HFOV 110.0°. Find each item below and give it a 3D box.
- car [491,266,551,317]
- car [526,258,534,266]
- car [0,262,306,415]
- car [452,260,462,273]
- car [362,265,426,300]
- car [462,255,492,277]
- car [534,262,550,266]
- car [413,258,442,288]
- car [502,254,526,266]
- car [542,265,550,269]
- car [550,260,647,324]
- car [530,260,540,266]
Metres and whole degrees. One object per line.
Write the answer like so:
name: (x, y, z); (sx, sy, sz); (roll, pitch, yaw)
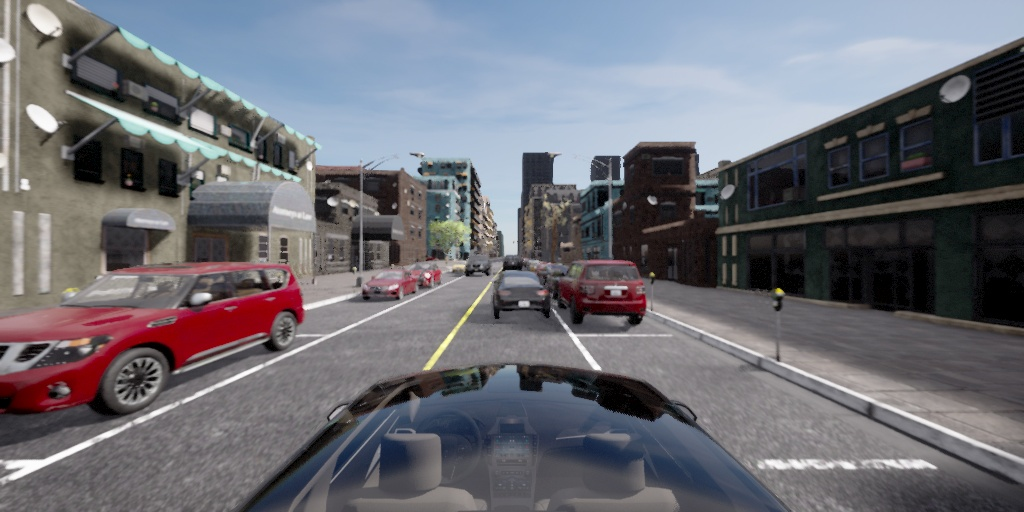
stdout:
car: (0.235, 1.242, 12.859); (1.812, 1.442, 4.674); (0, 0, -3)
car: (2.746, 1.166, 39.235); (1.751, 1.417, 4.829); (0, 0, 0)
car: (-5.690, 1.051, 6.174); (2.192, 1.841, 5.009); (0, 0, 0)
car: (-5.764, 1.161, 40.846); (1.751, 1.417, 4.829); (0, 0, 0)
car: (-5.692, 1.286, 17.239); (1.802, 1.307, 4.207); (0, 0, 0)
car: (-3.101, 0.876, 34.315); (2.150, 2.045, 5.566); (0, 0, 1)
car: (2.688, 1.253, 22.772); (1.948, 1.339, 4.313); (0, 0, 0)
car: (-5.692, 1.127, 22.772); (1.967, 1.591, 4.097); (0, 0, 0)
car: (0.095, 0.857, 40.087); (2.150, 2.045, 5.566); (0, 0, 0)
car: (2.689, 1.269, 17.239); (1.948, 1.339, 4.313); (0, 0, 0)
car: (2.690, 1.034, 11.706); (2.192, 1.841, 5.009); (0, 0, 0)
car: (2.695, 1.217, 27.999); (1.888, 1.381, 4.507); (0, 0, 0)
